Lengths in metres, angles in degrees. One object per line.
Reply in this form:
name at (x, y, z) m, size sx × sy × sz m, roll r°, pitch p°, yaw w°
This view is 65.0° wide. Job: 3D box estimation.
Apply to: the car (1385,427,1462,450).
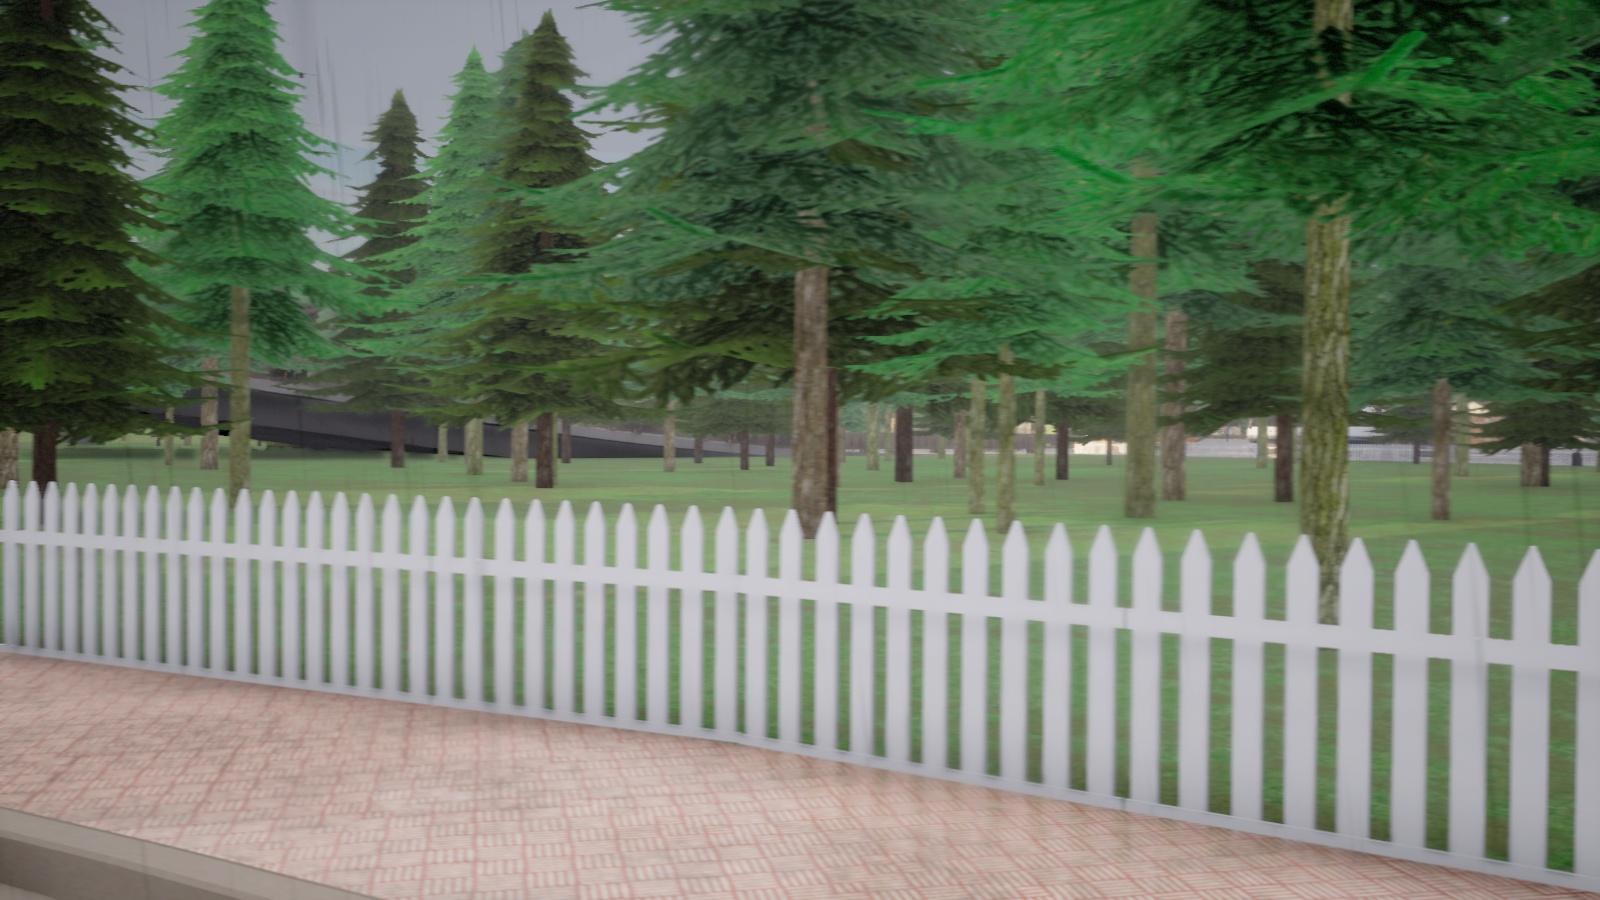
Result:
car at (41.107, -0.776, 82.809) m, size 1.816 × 1.474 × 4.193 m, roll -1°, pitch 1°, yaw -35°
